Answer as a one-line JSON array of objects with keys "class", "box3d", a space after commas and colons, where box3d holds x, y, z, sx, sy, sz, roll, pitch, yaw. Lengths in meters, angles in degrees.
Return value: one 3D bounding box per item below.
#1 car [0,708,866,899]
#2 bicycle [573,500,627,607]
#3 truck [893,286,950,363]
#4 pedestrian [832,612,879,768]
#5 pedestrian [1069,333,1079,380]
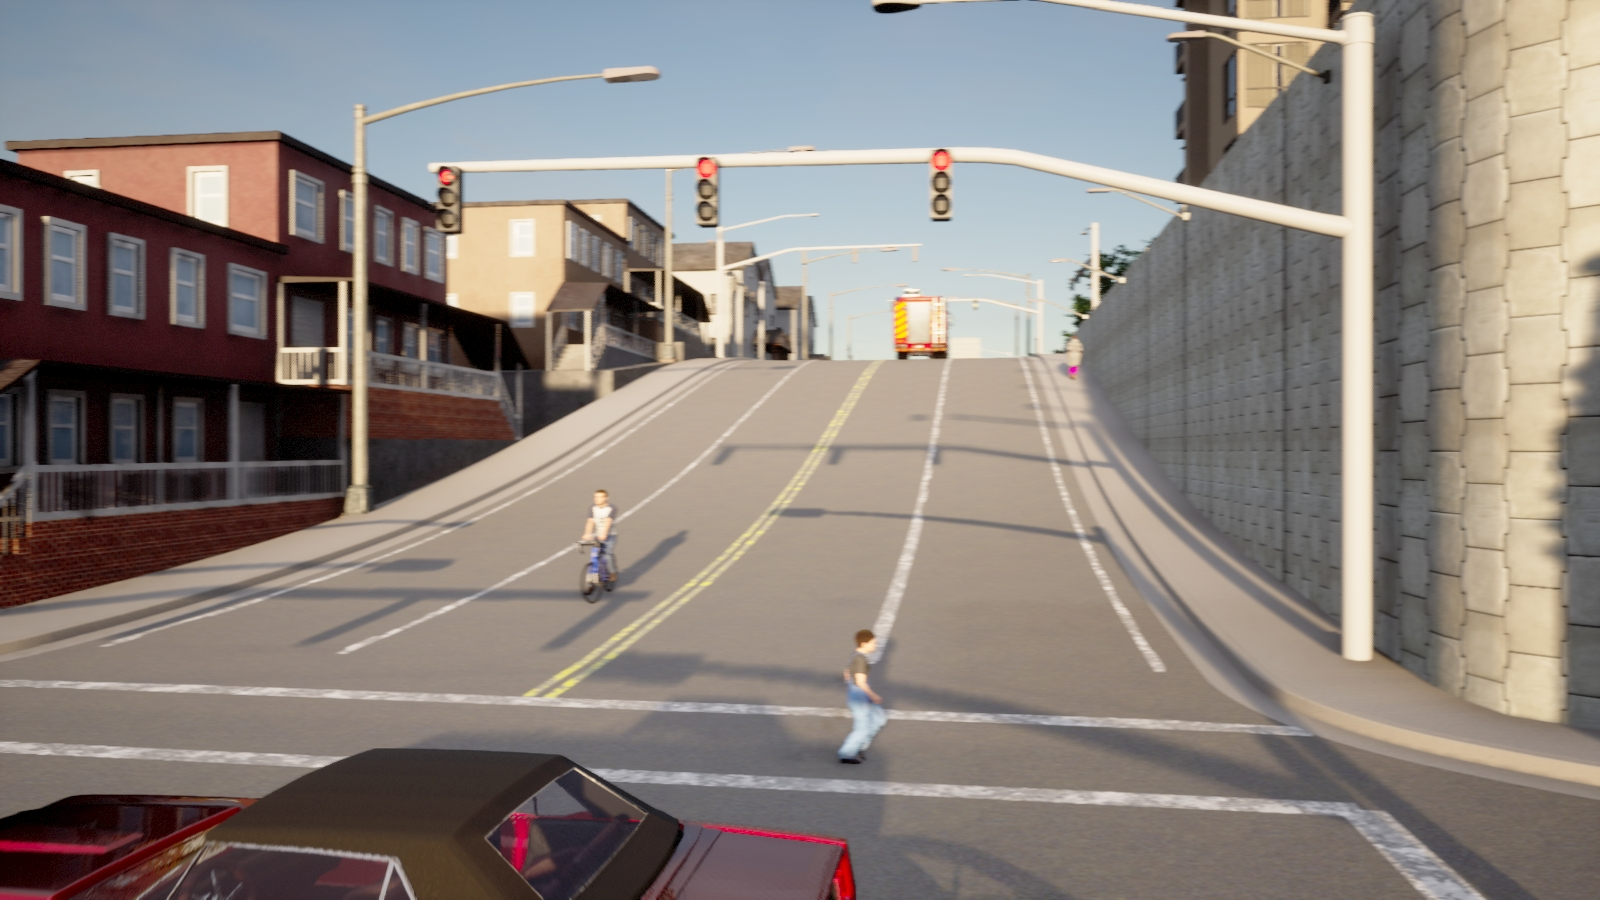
[{"class": "car", "box3d": [-2.140, 2.151, 5.324, 4.718, 1.301, 1.895, 0, 0, 9]}, {"class": "bicycle", "box3d": [-3.315, 1.697, 19.059, 0.373, 1.521, 1.643, 0, 4, 8]}, {"class": "truck", "box3d": [7.106, -7.096, 66.090, 2.891, 3.827, 8.468, 0, 2, 9]}, {"class": "pedestrian", "box3d": [0.494, 2.123, 10.177, 0.375, 1.300, 0.375, 0, 0, -4]}, {"class": "pedestrian", "box3d": [11.192, -3.809, 46.673, 0.375, 1.860, 0.375, 0, 0, 9]}]
